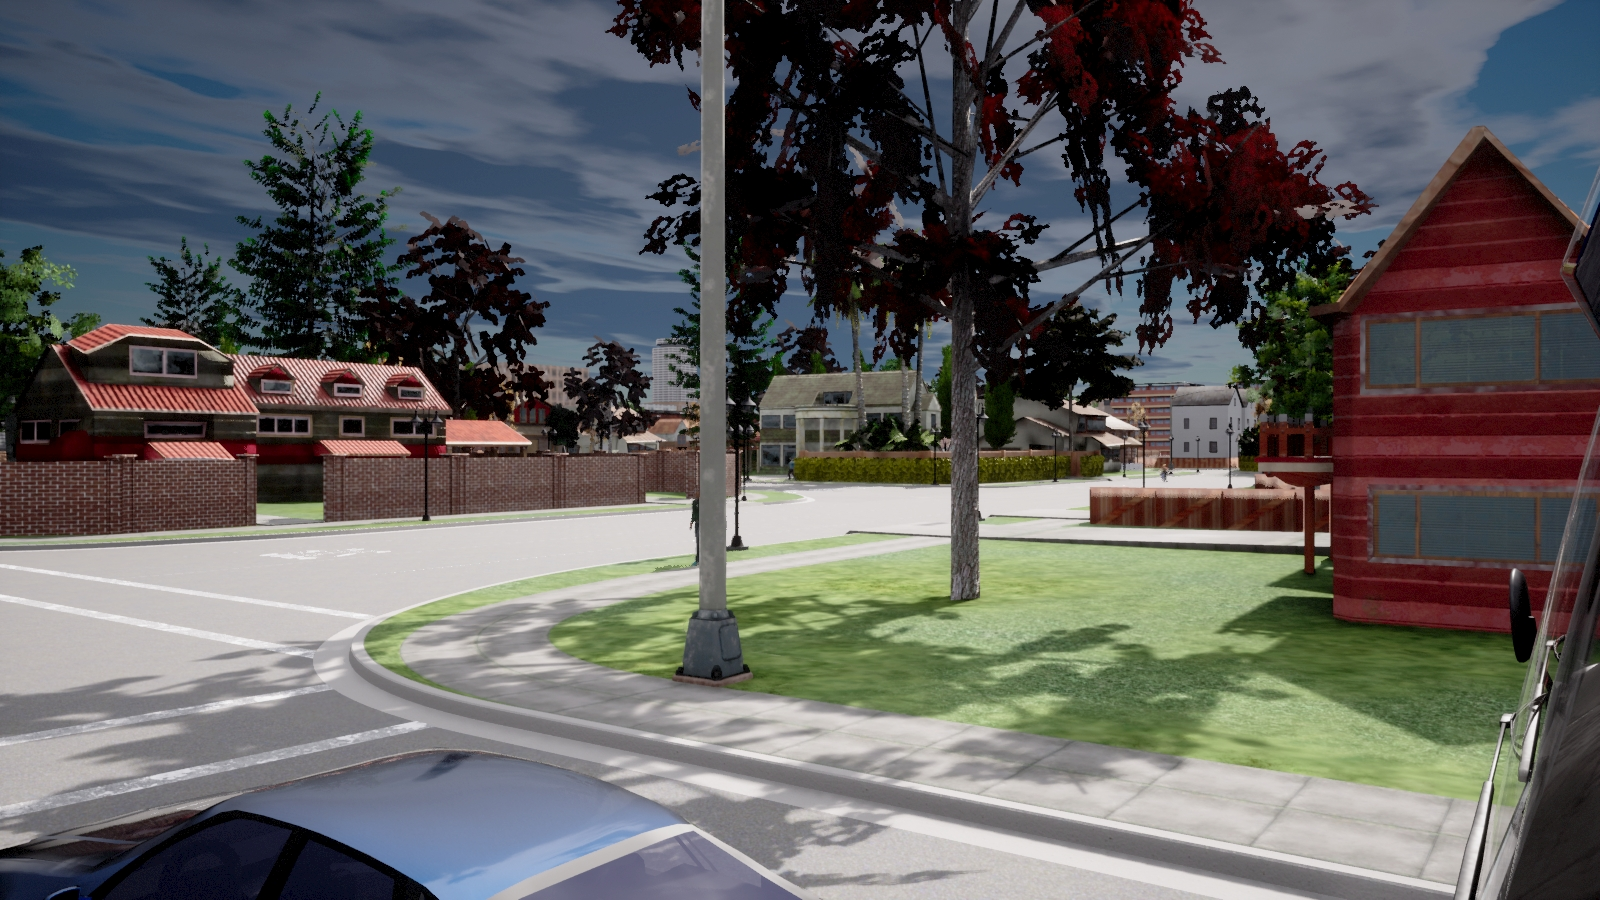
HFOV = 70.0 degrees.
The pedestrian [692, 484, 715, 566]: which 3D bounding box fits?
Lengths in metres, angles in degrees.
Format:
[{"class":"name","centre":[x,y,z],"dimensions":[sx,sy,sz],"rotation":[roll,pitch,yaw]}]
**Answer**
[{"class":"pedestrian","centre":[-2.208,1.704,26.106],"dimensions":[0.375,1.860,0.375],"rotation":[0,0,35]}]

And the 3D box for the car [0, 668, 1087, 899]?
[{"class":"car","centre":[-1.713,2.106,4.943],"dimensions":[5.357,1.411,2.033],"rotation":[0,0,36]}]
